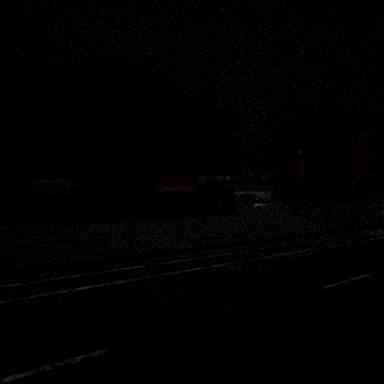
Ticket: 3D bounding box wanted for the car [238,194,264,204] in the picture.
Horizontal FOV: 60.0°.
[{"bbox_3d":[9.895,1.084,55.928,2.097,1.767,4.553,-3,2,-35],"label":"car"}]
